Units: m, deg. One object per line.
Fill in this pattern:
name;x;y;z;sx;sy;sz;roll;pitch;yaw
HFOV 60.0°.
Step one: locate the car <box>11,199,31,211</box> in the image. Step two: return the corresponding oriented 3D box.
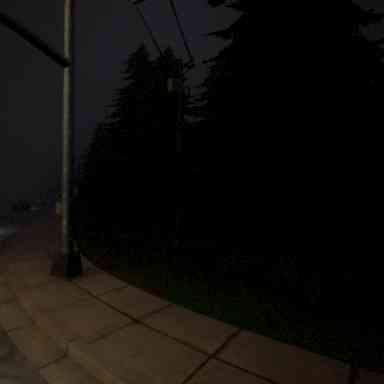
car;-21.257;1.592;41.460;2.128;1.511;4.902;1;0;-22
